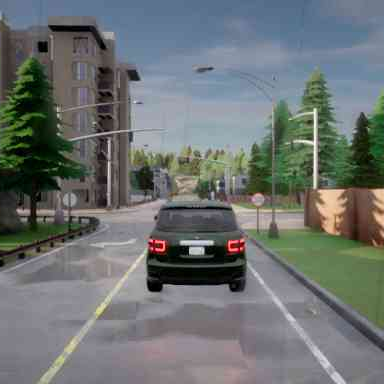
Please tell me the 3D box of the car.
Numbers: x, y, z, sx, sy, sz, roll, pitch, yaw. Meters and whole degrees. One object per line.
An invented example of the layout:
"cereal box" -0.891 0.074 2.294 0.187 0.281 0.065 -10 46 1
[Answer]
"car" 0.095 1.221 9.060 2.150 2.045 5.566 0 0 0
